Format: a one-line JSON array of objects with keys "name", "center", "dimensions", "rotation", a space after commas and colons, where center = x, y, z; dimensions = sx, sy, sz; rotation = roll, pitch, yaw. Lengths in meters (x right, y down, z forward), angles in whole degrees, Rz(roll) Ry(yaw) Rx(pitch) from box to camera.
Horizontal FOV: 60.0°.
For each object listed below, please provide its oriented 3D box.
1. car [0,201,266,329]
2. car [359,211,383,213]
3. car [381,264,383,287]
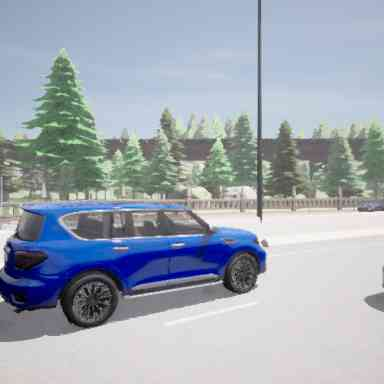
[{"name": "car", "center": [-0.925, 1.220, 7.165], "dimensions": [5.566, 2.045, 2.150], "rotation": [0, 0, -33]}, {"name": "car", "center": [17.940, 1.348, 31.393], "dimensions": [4.553, 1.767, 2.097], "rotation": [0, 0, -17]}, {"name": "car", "center": [6.078, 1.524, 7.228], "dimensions": [4.674, 1.442, 1.812], "rotation": [0, 0, -29]}]
